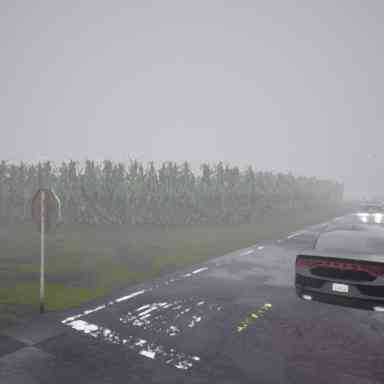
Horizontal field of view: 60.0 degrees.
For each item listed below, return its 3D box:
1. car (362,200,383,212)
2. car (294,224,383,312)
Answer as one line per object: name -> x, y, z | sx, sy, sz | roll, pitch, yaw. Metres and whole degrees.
car -> 21.002, 1.623, 38.589 | 1.895, 1.301, 4.718 | 0, 0, 33
car -> 3.892, 1.481, 7.736 | 1.882, 1.535, 5.008 | 0, 0, 33
